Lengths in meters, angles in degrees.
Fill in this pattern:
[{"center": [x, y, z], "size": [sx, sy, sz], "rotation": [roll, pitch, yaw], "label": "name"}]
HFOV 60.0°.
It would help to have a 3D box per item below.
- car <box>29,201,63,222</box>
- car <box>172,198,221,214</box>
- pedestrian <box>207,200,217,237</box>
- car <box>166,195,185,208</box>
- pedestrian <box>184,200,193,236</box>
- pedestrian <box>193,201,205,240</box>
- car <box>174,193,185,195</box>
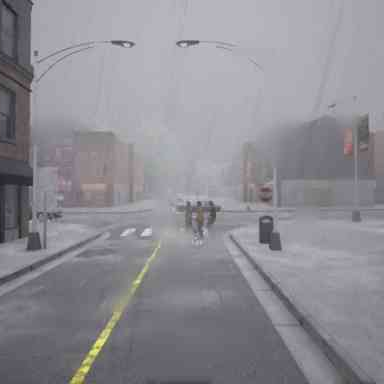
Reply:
[{"center": [-12.140, 1.415, 24.472], "size": [5.008, 1.535, 1.882], "rotation": [0, -1, 0], "label": "car"}, {"center": [0.599, 1.589, 34.498], "size": [4.718, 1.301, 1.895], "rotation": [0, 0, 0], "label": "car"}, {"center": [0.970, 1.288, 16.311], "size": [0.375, 1.860, 0.375], "rotation": [1, -1, 0], "label": "pedestrian"}, {"center": [-2.533, 1.501, 46.801], "size": [2.033, 1.411, 5.357], "rotation": [0, 0, 2], "label": "car"}, {"center": [-0.156, 1.288, 16.913], "size": [0.375, 1.860, 0.375], "rotation": [1, -1, 0], "label": "pedestrian"}, {"center": [0.383, 1.289, 15.637], "size": [0.375, 1.860, 0.375], "rotation": [1, -1, 0], "label": "pedestrian"}, {"center": [-2.436, 1.278, 64.545], "size": [2.097, 1.767, 4.553], "rotation": [0, 0, 1], "label": "car"}]
